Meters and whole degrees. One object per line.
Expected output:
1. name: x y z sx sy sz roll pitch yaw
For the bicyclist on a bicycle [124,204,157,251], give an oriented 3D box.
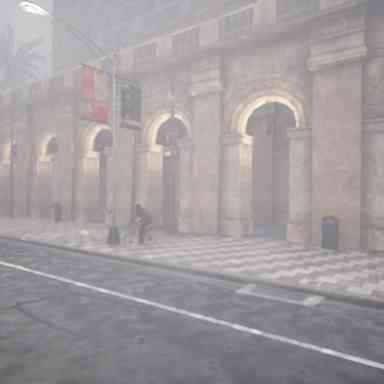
1. bicyclist on a bicycle: -1.811 1.240 11.810 0.582 1.620 1.656 1 1 36
